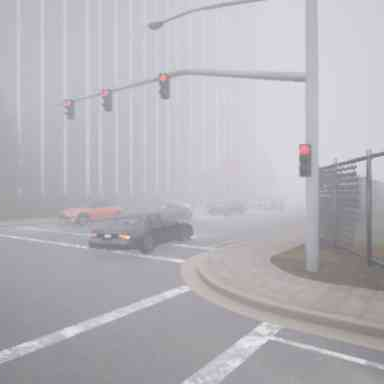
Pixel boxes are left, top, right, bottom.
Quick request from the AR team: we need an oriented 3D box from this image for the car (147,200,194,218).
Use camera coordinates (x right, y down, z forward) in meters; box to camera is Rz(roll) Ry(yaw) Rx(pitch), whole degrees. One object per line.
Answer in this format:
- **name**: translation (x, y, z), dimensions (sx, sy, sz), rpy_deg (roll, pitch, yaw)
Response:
- **car**: translation (-1.920, 1.537, 31.012), dimensions (1.812, 1.442, 4.674), rpy_deg (0, 0, 36)

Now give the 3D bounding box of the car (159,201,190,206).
- **car**: translation (-1.755, 1.563, 25.260), dimensions (1.994, 1.385, 4.181), rpy_deg (0, 0, 36)

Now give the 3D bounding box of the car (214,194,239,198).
- **car**: translation (3.716, 1.233, 38.901), dimensions (2.150, 2.045, 5.566), rpy_deg (0, 0, 35)

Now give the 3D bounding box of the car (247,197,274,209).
- **car**: translation (9.810, 1.490, 47.349), dimensions (1.882, 1.535, 5.008), rpy_deg (0, 0, 36)

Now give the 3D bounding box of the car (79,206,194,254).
- **car**: translation (-1.780, 1.529, 13.528), dimensions (2.033, 1.411, 5.357), rpy_deg (-1, 0, 25)

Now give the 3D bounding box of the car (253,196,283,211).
- **car**: translation (9.525, 1.352, 40.977), dimensions (2.097, 1.767, 4.553), rpy_deg (0, 0, 36)

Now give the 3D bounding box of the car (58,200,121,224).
- **car**: translation (-7.168, 1.363, 23.716), dimensions (2.097, 1.767, 4.553), rpy_deg (0, 0, 36)

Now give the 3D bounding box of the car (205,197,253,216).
- **car**: translation (3.628, 1.547, 32.773), dimensions (2.033, 1.411, 5.357), rpy_deg (0, 0, 36)
